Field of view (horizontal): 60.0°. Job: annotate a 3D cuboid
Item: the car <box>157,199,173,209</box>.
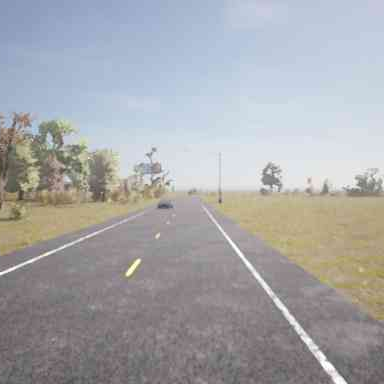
[{"bbox_3d":[-3.569,1.571,45.075,1.994,1.385,4.181,0,0,0],"label":"car"}]
